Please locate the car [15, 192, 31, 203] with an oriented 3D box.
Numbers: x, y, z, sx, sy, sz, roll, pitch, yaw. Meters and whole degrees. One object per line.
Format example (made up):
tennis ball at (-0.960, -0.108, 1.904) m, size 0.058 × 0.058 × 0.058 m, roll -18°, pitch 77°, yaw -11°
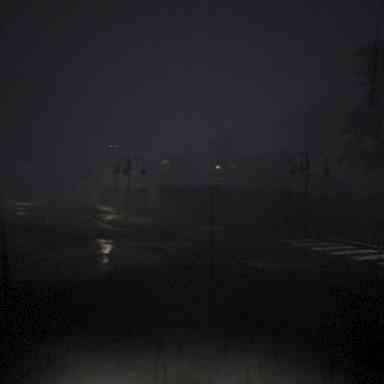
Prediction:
car at (-22.961, 0.687, 45.397) m, size 2.128 × 1.511 × 4.902 m, roll 2°, pitch 0°, yaw -25°
